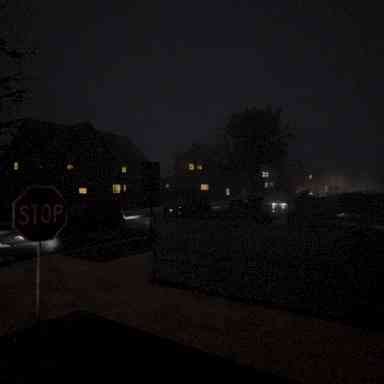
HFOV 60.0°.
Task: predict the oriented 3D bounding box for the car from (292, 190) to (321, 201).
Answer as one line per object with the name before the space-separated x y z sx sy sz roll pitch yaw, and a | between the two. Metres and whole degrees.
car | 13.628 0.540 38.702 1.837 1.490 4.892 1 2 35

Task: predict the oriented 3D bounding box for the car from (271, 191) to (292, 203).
car | 11.519 0.530 40.752 2.033 1.411 5.357 1 2 36

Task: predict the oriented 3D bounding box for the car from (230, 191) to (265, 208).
car | 5.430 0.704 32.240 1.882 1.535 5.008 1 2 35

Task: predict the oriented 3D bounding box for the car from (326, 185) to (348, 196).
car | 22.073 -0.079 50.566 2.150 2.045 5.566 1 2 35

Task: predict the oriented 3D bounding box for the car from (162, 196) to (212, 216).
car | -0.275 1.021 24.229 1.994 1.385 4.181 1 2 36

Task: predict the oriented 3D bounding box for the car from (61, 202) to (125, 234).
car | -5.450 1.231 16.959 1.994 1.385 4.181 1 2 35
